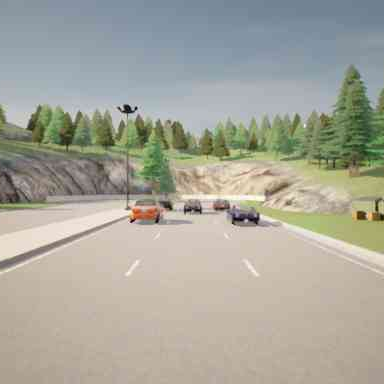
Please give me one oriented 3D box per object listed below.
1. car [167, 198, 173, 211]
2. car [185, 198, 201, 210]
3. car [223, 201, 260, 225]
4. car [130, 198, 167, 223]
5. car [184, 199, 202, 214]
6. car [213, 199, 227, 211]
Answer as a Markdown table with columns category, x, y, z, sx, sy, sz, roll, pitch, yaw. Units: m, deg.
| category | x | y | z | sx | sy | sz | roll | pitch | yaw |
| --- | --- | --- | --- | --- | --- | --- | --- | --- | --- |
| car | -3.366 | 1.470 | 41.434 | 1.882 | 1.535 | 5.008 | 0 | 0 | 1 |
| car | 0.169 | 1.556 | 44.029 | 1.994 | 1.385 | 4.181 | 0 | 0 | 2 |
| car | 3.600 | 1.596 | 24.311 | 1.895 | 1.301 | 4.718 | 0 | 0 | 0 |
| car | -3.399 | 1.348 | 25.791 | 2.097 | 1.767 | 4.553 | 0 | 0 | 0 |
| car | 0.098 | 1.595 | 35.241 | 1.895 | 1.301 | 4.718 | 0 | 0 | 0 |
| car | 3.610 | 1.556 | 40.338 | 1.994 | 1.385 | 4.181 | 0 | 0 | 2 |
